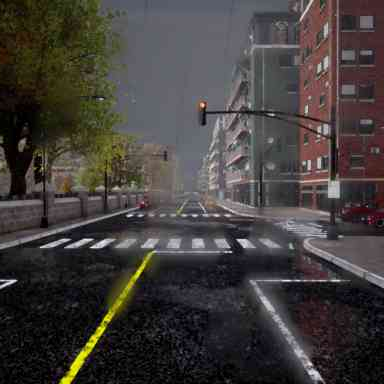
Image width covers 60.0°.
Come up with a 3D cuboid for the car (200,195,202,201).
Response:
[{"bbox_3d":[2.741,1.562,54.981,1.887,1.381,4.507,0,0,0],"label":"car"}]

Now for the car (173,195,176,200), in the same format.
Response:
[{"bbox_3d":[-5.613,1.624,82.665,1.802,1.307,4.206,0,0,0],"label":"car"}]

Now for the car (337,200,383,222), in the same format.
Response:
[{"bbox_3d":[14.643,1.591,27.327,5.009,1.841,2.192,1,-1,0],"label":"car"}]

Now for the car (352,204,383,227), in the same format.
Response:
[{"bbox_3d":[14.688,1.851,24.722,4.181,1.385,1.994,1,0,0],"label":"car"}]

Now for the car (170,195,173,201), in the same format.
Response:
[{"bbox_3d":[-5.624,1.613,71.594,1.802,1.307,4.206,0,0,0],"label":"car"}]

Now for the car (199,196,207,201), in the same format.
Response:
[{"bbox_3d":[2.767,1.587,82.658,1.887,1.381,4.507,0,0,0],"label":"car"}]

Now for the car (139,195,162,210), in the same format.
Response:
[{"bbox_3d":[-5.651,1.324,43.918,2.192,1.841,5.009,0,0,0],"label":"car"}]

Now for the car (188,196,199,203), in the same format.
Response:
[{"bbox_3d":[0.070,1.576,69.224,2.033,1.411,5.357,0,0,0],"label":"car"}]

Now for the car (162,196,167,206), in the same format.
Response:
[{"bbox_3d":[-5.640,1.457,54.989,1.967,1.590,4.097,0,0,0],"label":"car"}]

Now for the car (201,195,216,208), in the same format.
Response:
[{"bbox_3d":[2.736,1.538,49.616,1.752,1.417,4.829,0,0,0],"label":"car"}]

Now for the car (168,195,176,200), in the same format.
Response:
[{"bbox_3d":[-5.604,1.580,93.565,1.752,1.417,4.829,0,0,0],"label":"car"}]

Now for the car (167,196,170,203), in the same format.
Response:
[{"bbox_3d":[-5.635,1.566,60.524,1.887,1.381,4.507,0,0,0],"label":"car"}]

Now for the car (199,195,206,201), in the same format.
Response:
[{"bbox_3d":[2.772,1.593,88.193,1.887,1.381,4.507,0,0,0],"label":"car"}]

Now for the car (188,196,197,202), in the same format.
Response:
[{"bbox_3d":[0.078,1.591,79.635,1.994,1.385,4.181,0,0,0],"label":"car"}]
